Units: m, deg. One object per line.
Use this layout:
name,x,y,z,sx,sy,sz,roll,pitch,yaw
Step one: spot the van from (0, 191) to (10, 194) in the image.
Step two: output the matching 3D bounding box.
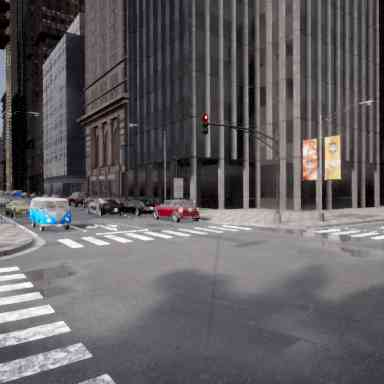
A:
van,-24.527,0.949,42.039,1.690,1.788,3.998,0,0,-36

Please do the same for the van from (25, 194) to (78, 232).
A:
van,-8.181,1.217,19.157,1.690,1.788,3.998,0,0,-36

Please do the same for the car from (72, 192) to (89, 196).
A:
car,-14.321,0.910,42.419,2.192,1.841,5.009,0,1,-36

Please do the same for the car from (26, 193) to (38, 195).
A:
car,-30.670,0.884,65.303,1.947,1.339,4.313,0,1,-36

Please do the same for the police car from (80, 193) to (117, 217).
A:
police car,-7.495,1.189,28.258,1.930,1.638,5.238,-1,1,-36

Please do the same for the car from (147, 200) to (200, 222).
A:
car,-1.245,1.248,24.113,1.967,1.590,4.097,0,1,-36

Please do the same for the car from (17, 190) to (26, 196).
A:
car,-37.209,0.786,74.457,1.802,1.307,4.206,0,1,-36

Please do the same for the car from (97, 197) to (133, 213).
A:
car,-7.784,1.253,33.267,2.008,1.369,4.403,0,1,-36

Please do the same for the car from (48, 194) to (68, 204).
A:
car,-20.861,1.030,51.574,1.887,1.381,4.507,0,1,-36

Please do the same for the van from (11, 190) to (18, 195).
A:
van,-43.745,0.427,83.608,1.690,1.788,3.998,0,1,-36

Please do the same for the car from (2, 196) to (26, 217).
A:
car,-14.622,1.296,28.172,1.752,1.417,4.829,0,0,-36

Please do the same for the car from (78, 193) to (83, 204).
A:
car,-11.054,1.193,37.844,1.887,1.381,4.507,0,1,-36

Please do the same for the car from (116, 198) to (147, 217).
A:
car,-4.515,1.321,28.690,1.947,1.339,4.313,0,1,-36

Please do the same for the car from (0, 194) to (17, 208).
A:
car,-21.260,1.244,37.464,1.802,1.307,4.206,0,0,-36
